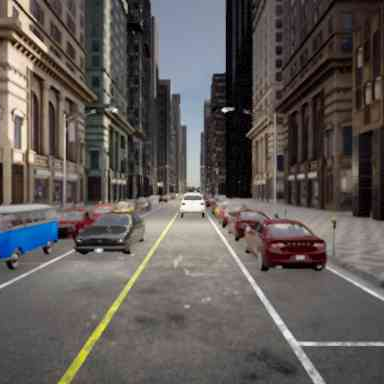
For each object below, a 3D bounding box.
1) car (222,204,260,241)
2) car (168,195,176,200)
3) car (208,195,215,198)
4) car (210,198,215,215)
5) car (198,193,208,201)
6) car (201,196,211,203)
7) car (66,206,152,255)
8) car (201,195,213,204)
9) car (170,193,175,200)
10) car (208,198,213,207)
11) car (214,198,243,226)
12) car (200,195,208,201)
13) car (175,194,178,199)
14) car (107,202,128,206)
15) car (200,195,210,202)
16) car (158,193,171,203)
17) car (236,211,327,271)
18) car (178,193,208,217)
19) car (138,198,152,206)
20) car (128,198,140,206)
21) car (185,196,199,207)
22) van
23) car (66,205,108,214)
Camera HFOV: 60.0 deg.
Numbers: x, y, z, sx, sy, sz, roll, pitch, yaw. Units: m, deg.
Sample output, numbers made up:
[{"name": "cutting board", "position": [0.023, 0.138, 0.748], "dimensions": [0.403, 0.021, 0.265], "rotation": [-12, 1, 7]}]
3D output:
[{"name": "car", "position": [2.758, 1.518, 16.298], "dimensions": [1.887, 1.381, 4.507], "rotation": [0, 0, 0]}, {"name": "car", "position": [-5.777, 1.423, 94.718], "dimensions": [1.947, 1.339, 4.313], "rotation": [0, 0, 0]}, {"name": "car", "position": [2.755, 1.474, 44.306], "dimensions": [1.887, 1.381, 4.507], "rotation": [0, 0, 0]}, {"name": "car", "position": [2.757, 1.481, 27.671], "dimensions": [1.752, 1.417, 4.829], "rotation": [0, 0, 0]}, {"name": "car", "position": [2.749, 1.188, 83.519], "dimensions": [2.192, 1.841, 5.009], "rotation": [0, 0, 0]}, {"name": "car", "position": [2.752, 1.463, 66.713], "dimensions": [1.947, 1.339, 4.313], "rotation": [0, 0, 0]}, {"name": "car", "position": [-3.025, 1.526, 13.517], "dimensions": [2.033, 1.411, 5.357], "rotation": [0, 0, 0]}, {"name": "car", "position": [2.752, 1.345, 61.111], "dimensions": [1.967, 1.590, 4.097], "rotation": [0, 0, 0]}, {"name": "car", "position": [-5.775, 1.432, 77.911], "dimensions": [2.008, 1.369, 4.403], "rotation": [0, 0, 0]}, {"name": "car", "position": [2.756, 1.529, 33.103], "dimensions": [1.802, 1.307, 4.206], "rotation": [0, 0, 0]}, {"name": "car", "position": [2.757, 1.405, 21.899], "dimensions": [1.967, 1.590, 4.097], "rotation": [0, 0, 0]}, {"name": "car", "position": [2.750, 1.406, 78.086], "dimensions": [1.752, 1.417, 4.829], "rotation": [0, 0, 0]}, {"name": "car", "position": [-5.777, 1.180, 89.116], "dimensions": [2.192, 1.841, 5.009], "rotation": [0, 0, 0]}, {"name": "car", "position": [-5.768, 1.509, 21.889], "dimensions": [1.887, 1.381, 4.507], "rotation": [0, 0, 0]}, {"name": "car", "position": [2.751, 1.440, 72.315], "dimensions": [2.008, 1.369, 4.403], "rotation": [0, 0, 0]}, {"name": "car", "position": [-5.774, 1.441, 66.707], "dimensions": [1.887, 1.381, 4.507], "rotation": [0, 0, 0]}, {"name": "car", "position": [2.759, 1.527, 10.695], "dimensions": [1.887, 1.381, 4.507], "rotation": [0, 0, 0]}, {"name": "car", "position": [0.084, 1.174, 31.073], "dimensions": [2.150, 2.045, 5.566], "rotation": [0, 0, 0]}, {"name": "car", "position": [-5.770, 1.378, 38.696], "dimensions": [1.967, 1.590, 4.097], "rotation": [0, 0, 0]}, {"name": "car", "position": [-5.769, 1.481, 27.322], "dimensions": [1.752, 1.417, 4.829], "rotation": [0, 0, 0]}, {"name": "car", "position": [-0.003, 1.424, 50.729], "dimensions": [2.163, 1.488, 4.792], "rotation": [0, 0, 0]}, {"name": "van", "position": [-5.767, 1.324, 10.685], "dimensions": [1.690, 1.788, 3.998], "rotation": [0, 0, 0]}, {"name": "car", "position": [-5.767, 1.518, 16.288], "dimensions": [1.887, 1.381, 4.507], "rotation": [0, 0, 0]}]
